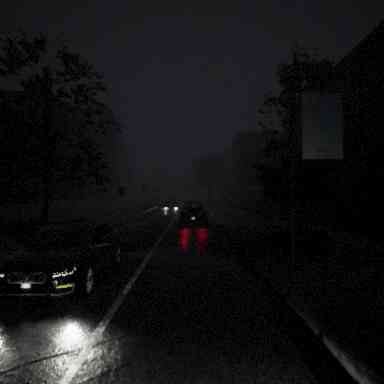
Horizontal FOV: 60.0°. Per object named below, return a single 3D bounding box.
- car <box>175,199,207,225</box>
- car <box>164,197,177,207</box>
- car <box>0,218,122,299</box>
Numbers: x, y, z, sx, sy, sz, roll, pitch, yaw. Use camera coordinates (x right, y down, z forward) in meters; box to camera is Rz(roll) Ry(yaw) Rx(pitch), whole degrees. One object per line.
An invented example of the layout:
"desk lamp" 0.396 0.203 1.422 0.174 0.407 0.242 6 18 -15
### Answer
"car" 0.085 1.499 24.169 2.128 1.511 4.902 0 0 0
"car" -3.139 1.521 50.268 1.837 1.490 4.892 0 0 0
"car" -3.105 1.507 8.641 1.837 1.490 4.892 0 0 0
